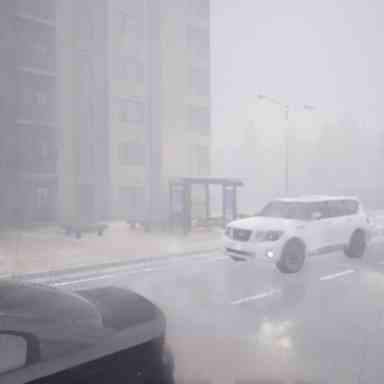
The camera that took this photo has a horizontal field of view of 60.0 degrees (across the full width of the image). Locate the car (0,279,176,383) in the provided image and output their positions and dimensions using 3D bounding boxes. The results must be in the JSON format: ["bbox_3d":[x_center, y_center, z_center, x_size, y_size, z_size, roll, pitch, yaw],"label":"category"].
[{"bbox_3d":[-2.491,1.485,2.204,5.008,1.535,1.882,0,0,-35],"label":"car"}]

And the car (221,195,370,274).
[{"bbox_3d":[3.529,1.144,10.734,5.566,2.045,2.150,0,0,-36],"label":"car"}]
